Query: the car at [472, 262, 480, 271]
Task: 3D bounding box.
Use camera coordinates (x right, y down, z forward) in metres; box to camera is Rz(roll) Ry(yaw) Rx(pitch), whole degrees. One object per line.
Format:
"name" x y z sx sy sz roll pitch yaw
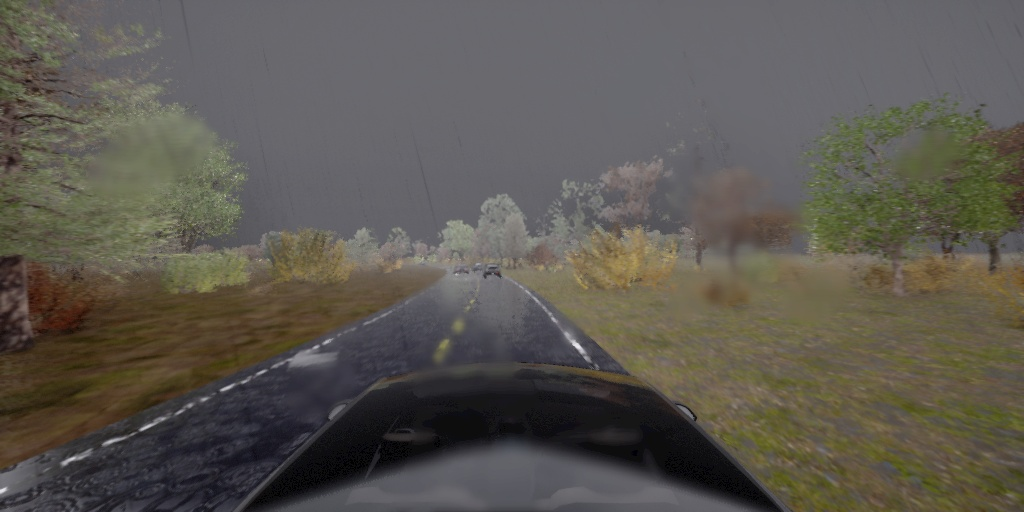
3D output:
"car" -5.560 1.793 59.395 1.812 1.442 4.674 -1 0 -11

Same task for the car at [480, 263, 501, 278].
"car" -2.244 1.574 39.116 1.837 1.490 4.892 -1 0 -7

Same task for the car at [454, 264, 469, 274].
"car" -7.005 1.783 49.941 1.994 1.385 4.181 -1 0 -9
